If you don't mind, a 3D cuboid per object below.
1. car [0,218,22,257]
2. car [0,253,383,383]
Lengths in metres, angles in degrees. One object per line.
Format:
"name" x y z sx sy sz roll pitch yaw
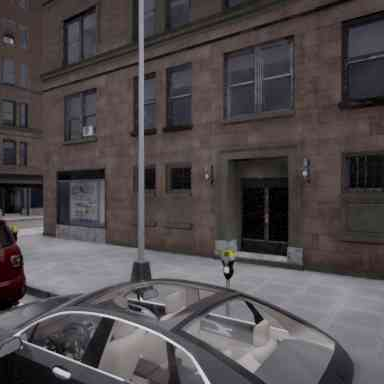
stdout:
"car" -5.209 1.314 6.352 5.009 1.841 2.192 0 0 34
"car" -0.515 1.551 3.150 4.403 1.369 2.008 0 0 34
